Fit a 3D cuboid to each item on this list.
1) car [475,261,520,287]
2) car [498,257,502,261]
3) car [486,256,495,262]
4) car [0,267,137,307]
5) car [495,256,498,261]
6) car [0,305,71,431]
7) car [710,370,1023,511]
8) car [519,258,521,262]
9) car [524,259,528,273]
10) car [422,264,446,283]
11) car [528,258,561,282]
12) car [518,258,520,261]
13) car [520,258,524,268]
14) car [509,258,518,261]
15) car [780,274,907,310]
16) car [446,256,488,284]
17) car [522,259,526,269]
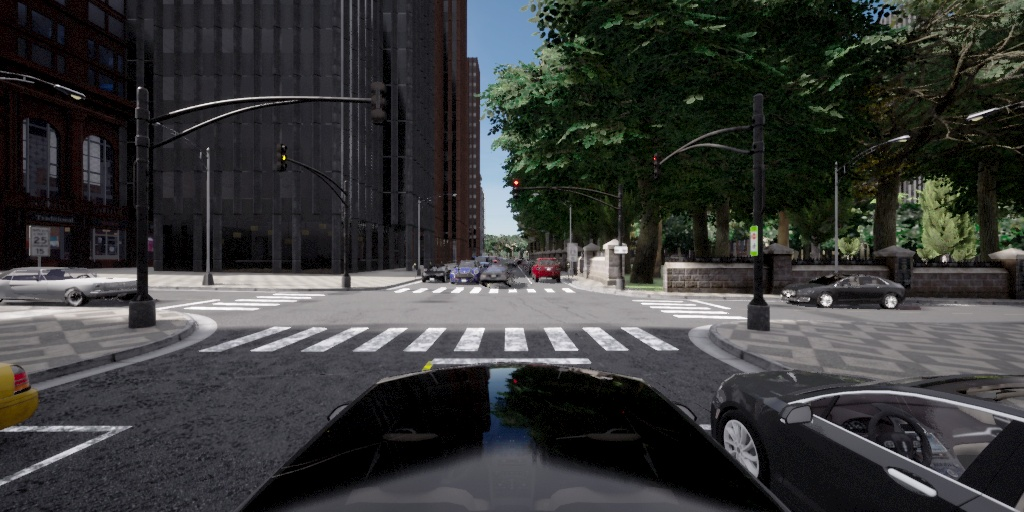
[{"bbox_3d":[-0.860,1.303,24.828,2.033,1.411,5.357,0,0,6],"label":"car"},{"bbox_3d":[-3.248,1.014,57.256,2.150,2.045,5.566,0,0,0],"label":"car"},{"bbox_3d":[-3.217,0.990,36.567,2.150,2.045,5.566,0,0,0],"label":"car"},{"bbox_3d":[-16.480,1.069,13.109,4.718,1.301,1.895,1,0,-1],"label":"car"},{"bbox_3d":[-3.248,1.132,46.749,2.097,1.767,4.553,0,0,0],"label":"car"},{"bbox_3d":[-5.760,1.275,1.536,1.751,1.417,4.829,0,0,0],"label":"car"},{"bbox_3d":[2.764,1.300,1.745,2.007,1.370,4.403,0,0,0],"label":"car"},{"bbox_3d":[2.574,1.230,55.692,1.967,1.591,4.097,0,0,0],"label":"car"},{"bbox_3d":[2.632,1.338,39.322,1.948,1.339,4.313,0,0,0],"label":"car"},{"bbox_3d":[-5.855,1.326,28.370,1.948,1.339,4.313,0,0,0],"label":"car"},{"bbox_3d":[2.670,1.075,28.410,2.192,1.841,5.009,0,0,0],"label":"car"},{"bbox_3d":[2.555,1.236,61.148,1.967,1.591,4.097,0,0,0],"label":"car"},{"bbox_3d":[2.593,1.335,50.235,2.007,1.370,4.403,0,0,0],"label":"car"},{"bbox_3d":[-0.108,1.398,61.479,1.895,1.301,4.718,0,0,0],"label":"car"},{"bbox_3d":[15.212,1.588,16.597,4.892,1.490,1.837,0,0,-1],"label":"car"},{"bbox_3d":[-3.251,1.111,26.807,2.097,1.767,4.553,0,0,1],"label":"car"},{"bbox_3d":[2.613,1.328,44.778,2.007,1.370,4.403,0,0,0],"label":"car"}]
